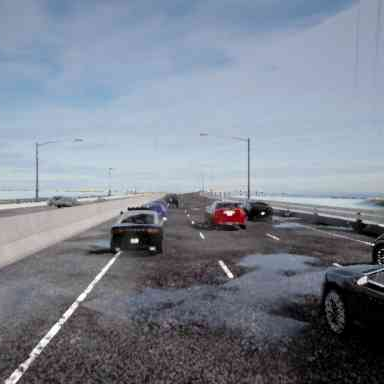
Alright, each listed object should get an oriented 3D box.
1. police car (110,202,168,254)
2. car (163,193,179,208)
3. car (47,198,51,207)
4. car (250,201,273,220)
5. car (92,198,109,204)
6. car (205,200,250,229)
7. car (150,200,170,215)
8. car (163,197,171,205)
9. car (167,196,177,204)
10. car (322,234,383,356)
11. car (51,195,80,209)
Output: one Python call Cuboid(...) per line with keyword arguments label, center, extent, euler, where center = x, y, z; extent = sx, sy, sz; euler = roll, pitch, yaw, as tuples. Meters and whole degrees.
Cuboid(label="police car", center=(-2.075, 1.426, 13.660), extent=(1.930, 1.638, 5.238), euler=(0, 0, -4))
Cuboid(label="car", center=(-3.014, 1.205, 48.315), extent=(2.150, 2.045, 5.566), euler=(0, 0, -3))
Cuboid(label="car", center=(-20.771, 1.333, 51.621), extent=(2.097, 1.767, 4.553), euler=(0, 0, -3))
Cuboid(label="car", center=(5.240, 1.474, 27.699), extent=(1.882, 1.535, 5.008), euler=(0, 0, -3))
Cuboid(label="car", center=(-13.692, 1.546, 50.115), extent=(1.994, 1.385, 4.181), euler=(0, 0, -3))
Cuboid(label="car", center=(2.085, 1.351, 21.810), extent=(2.097, 1.767, 4.553), euler=(0, 0, -3))
Cuboid(label="car", center=(-2.682, 1.524, 23.516), extent=(1.812, 1.442, 4.674), euler=(0, 0, -3))
Cuboid(label="car", center=(-3.034, 1.473, 29.497), extent=(1.882, 1.535, 5.008), euler=(0, 0, -3))
Cuboid(label="car", center=(-3.803, 1.495, 64.872), extent=(1.812, 1.442, 4.674), euler=(0, 0, -2))
Cuboid(label="car", center=(3.236, 1.492, 3.784), extent=(2.128, 1.511, 4.902), euler=(0, 0, -4))
Cuboid(label="car", center=(-16.982, 1.532, 45.724), extent=(2.033, 1.411, 5.357), euler=(0, 0, -3))
